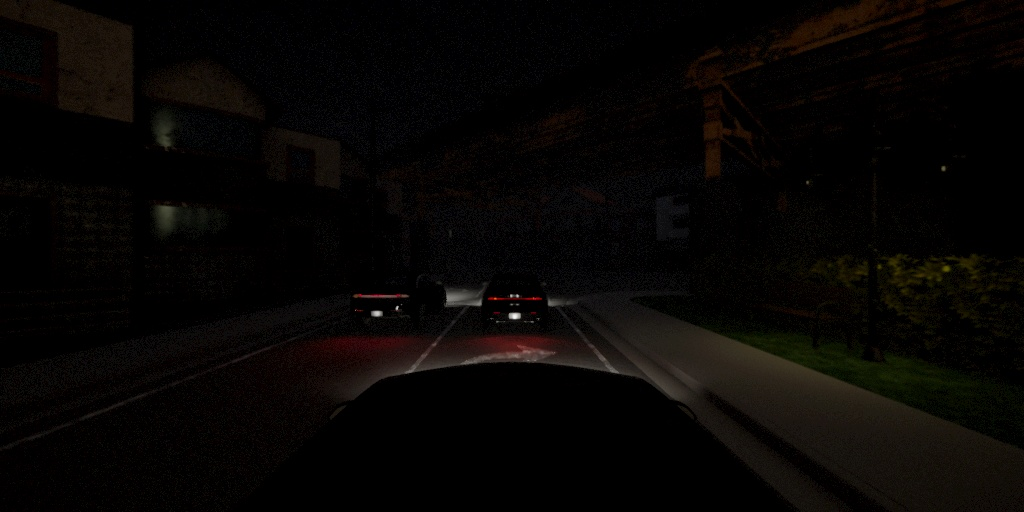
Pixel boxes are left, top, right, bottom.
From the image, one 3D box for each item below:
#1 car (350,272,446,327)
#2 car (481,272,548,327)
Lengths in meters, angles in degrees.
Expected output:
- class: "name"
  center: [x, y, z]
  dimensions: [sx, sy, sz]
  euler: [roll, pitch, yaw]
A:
- class: "car"
  center: [-3.405, 1.242, 11.522]
  dimensions: [2.128, 1.511, 4.902]
  euler: [0, 0, 1]
- class: "car"
  center: [0.082, 1.256, 11.512]
  dimensions: [1.837, 1.490, 4.892]
  euler: [0, 0, 0]
